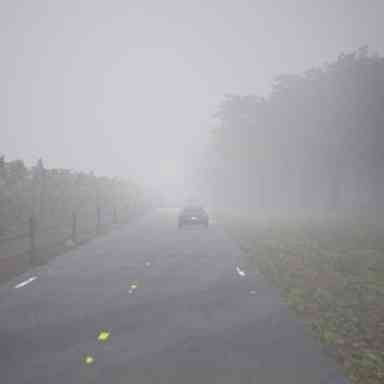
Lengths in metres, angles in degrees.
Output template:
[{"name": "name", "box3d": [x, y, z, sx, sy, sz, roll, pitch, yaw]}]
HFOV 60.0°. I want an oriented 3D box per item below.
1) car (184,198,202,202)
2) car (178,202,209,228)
[{"name": "car", "box3d": [0.091, 1.457, 39.900, 2.097, 1.767, 4.553, 0, 0, 0]}, {"name": "car", "box3d": [0.094, 1.592, 22.615, 1.994, 1.385, 4.181, 0, 0, 0]}]
